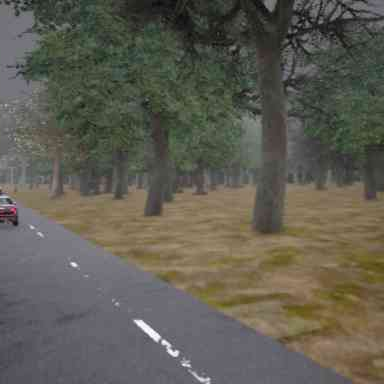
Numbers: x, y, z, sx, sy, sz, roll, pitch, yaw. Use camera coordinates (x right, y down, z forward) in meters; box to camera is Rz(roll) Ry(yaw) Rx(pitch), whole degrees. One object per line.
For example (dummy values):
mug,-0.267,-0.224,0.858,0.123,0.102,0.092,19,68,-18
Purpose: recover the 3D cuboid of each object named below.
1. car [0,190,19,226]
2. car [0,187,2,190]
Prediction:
car,-11.463,0.979,19.491,2.097,1.767,4.553,1,1,-32
car,-19.078,0.540,31.743,2.150,2.045,5.566,1,1,-31
